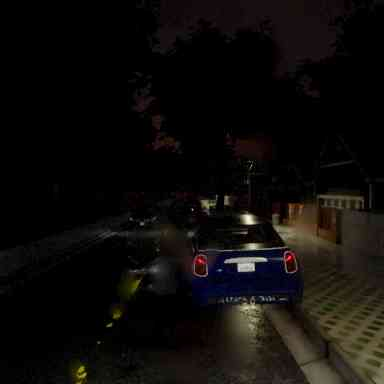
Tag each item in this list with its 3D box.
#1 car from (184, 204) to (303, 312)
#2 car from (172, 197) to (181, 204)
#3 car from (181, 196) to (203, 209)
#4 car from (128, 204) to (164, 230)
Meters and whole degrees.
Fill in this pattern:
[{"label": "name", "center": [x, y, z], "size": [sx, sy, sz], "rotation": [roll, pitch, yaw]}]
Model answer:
[{"label": "car", "center": [0.942, 1.320, 7.878], "size": [2.097, 1.767, 4.553], "rotation": [-2, 0, 0]}, {"label": "car", "center": [-2.652, 1.566, 62.633], "size": [2.033, 1.411, 5.357], "rotation": [0, 0, 0]}, {"label": "car", "center": [0.085, 1.530, 35.980], "size": [1.837, 1.490, 4.892], "rotation": [0, 0, 1]}, {"label": "car", "center": [-2.815, 1.540, 21.186], "size": [1.812, 1.442, 4.674], "rotation": [0, 0, 0]}]
